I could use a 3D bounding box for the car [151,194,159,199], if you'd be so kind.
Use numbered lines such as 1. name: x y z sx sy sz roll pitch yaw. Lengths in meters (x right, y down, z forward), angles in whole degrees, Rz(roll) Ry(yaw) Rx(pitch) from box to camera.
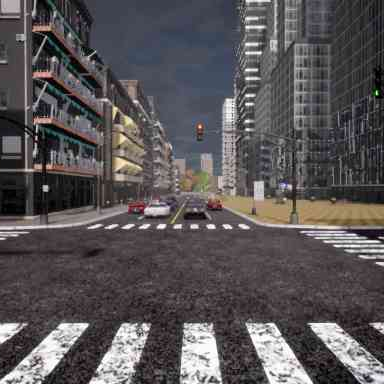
1. car: -5.629 1.436 41.031 1.967 1.590 4.097 -1 0 0

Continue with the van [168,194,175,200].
1. van: -5.538 1.351 91.870 1.690 1.788 3.998 -1 0 0

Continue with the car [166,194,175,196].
1. car: -2.999 1.502 49.671 1.837 1.490 4.892 0 0 0

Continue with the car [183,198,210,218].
1. car: 0.222 1.544 29.907 2.033 1.411 5.357 0 0 -1

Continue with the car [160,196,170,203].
1. car: -5.576 1.584 69.276 1.802 1.307 4.206 -1 0 0

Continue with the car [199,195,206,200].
1. car: 2.812 1.535 92.084 1.752 1.417 4.829 -1 0 0

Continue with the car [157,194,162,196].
1. car: -5.610 1.312 52.329 2.192 1.841 5.009 -1 0 0

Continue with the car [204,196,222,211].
1. car: 2.720 1.541 41.073 1.887 1.381 4.507 -1 0 0

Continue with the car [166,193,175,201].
1. car: -5.549 1.322 86.222 2.192 1.841 5.009 -1 0 0

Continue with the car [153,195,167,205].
1. car: -5.598 1.439 57.977 1.967 1.590 4.097 -1 0 0

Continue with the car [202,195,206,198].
1. car: 2.761 1.551 63.668 2.008 1.369 4.403 -1 0 0

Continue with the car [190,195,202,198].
1. car: 0.203 1.563 57.092 1.994 1.385 4.181 0 0 0

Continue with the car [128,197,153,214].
1. car: -5.637 1.540 35.382 1.887 1.381 4.507 -1 0 0

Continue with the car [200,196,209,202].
1. car: 2.781 1.548 74.967 1.887 1.381 4.507 -1 0 0

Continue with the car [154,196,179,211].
1. car: -3.017 1.560 39.490 1.994 1.385 4.181 0 0 1

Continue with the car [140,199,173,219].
1. car: -3.047 1.597 29.430 1.895 1.301 4.718 0 0 0
